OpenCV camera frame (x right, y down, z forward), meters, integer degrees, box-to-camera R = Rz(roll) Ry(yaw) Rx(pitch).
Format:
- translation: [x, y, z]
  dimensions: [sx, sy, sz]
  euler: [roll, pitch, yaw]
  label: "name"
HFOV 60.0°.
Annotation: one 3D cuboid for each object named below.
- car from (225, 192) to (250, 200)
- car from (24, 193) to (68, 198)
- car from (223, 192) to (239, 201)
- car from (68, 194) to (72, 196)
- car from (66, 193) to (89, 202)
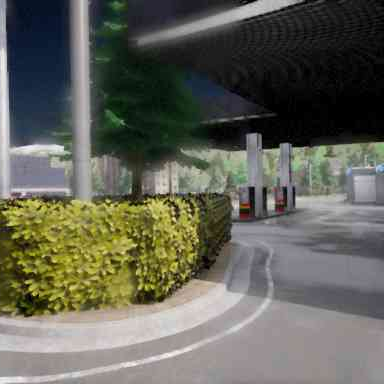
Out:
- translation: [9.177, 0.811, 66.517]
  dimensions: [4.514, 1.523, 2.007]
  euler: [-1, 1, 35]
  label: "car"
- translation: [-14.795, 1.182, 33.599]
  dimensions: [3.866, 1.878, 1.905]
  euler: [-1, 1, 35]
  label: "car"
- translation: [7.405, 0.850, 63.928]
  dimensions: [5.027, 1.636, 2.152]
  euler: [-1, 1, 35]
  label: "car"
- translation: [-24.271, 1.123, 63.885]
  dimensions: [3.866, 1.878, 1.905]
  euler: [-1, 1, 35]
  label: "car"
- translation: [-22.926, 1.103, 66.494]
  dimensions: [4.605, 1.855, 1.932]
  euler: [-1, 1, 35]
  label: "car"
